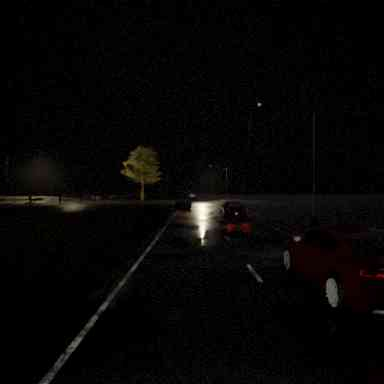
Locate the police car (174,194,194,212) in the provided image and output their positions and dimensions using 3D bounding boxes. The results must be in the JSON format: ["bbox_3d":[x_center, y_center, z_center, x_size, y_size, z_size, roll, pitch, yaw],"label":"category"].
[{"bbox_3d":[-1.042,1.427,38.350,1.930,1.638,5.238,0,0,0],"label":"police car"}]

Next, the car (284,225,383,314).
[{"bbox_3d":[3.604,1.505,7.750,1.882,1.535,5.008,0,0,0],"label":"car"}]

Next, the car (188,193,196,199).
[{"bbox_3d":[0.019,1.133,94.418,1.994,1.385,4.181,0,0,0],"label":"car"}]

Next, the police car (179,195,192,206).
[{"bbox_3d":[-1.039,1.359,54.350,1.930,1.638,5.238,0,0,0],"label":"police car"}]

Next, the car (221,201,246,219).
[{"bbox_3d":[3.620,1.558,29.381,1.812,1.442,4.674,0,0,0],"label":"car"}]

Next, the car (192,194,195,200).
[{"bbox_3d":[-1.041,1.311,48.210,2.097,1.767,4.553,0,0,0],"label":"car"}]
